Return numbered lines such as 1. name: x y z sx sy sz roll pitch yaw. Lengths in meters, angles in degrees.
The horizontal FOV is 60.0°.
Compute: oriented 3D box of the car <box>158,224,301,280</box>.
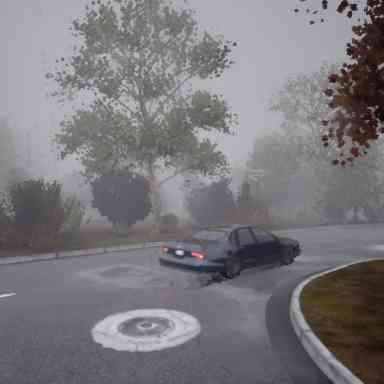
1. car: 1.440 1.730 10.589 5.357 1.411 2.033 2 -3 -45
